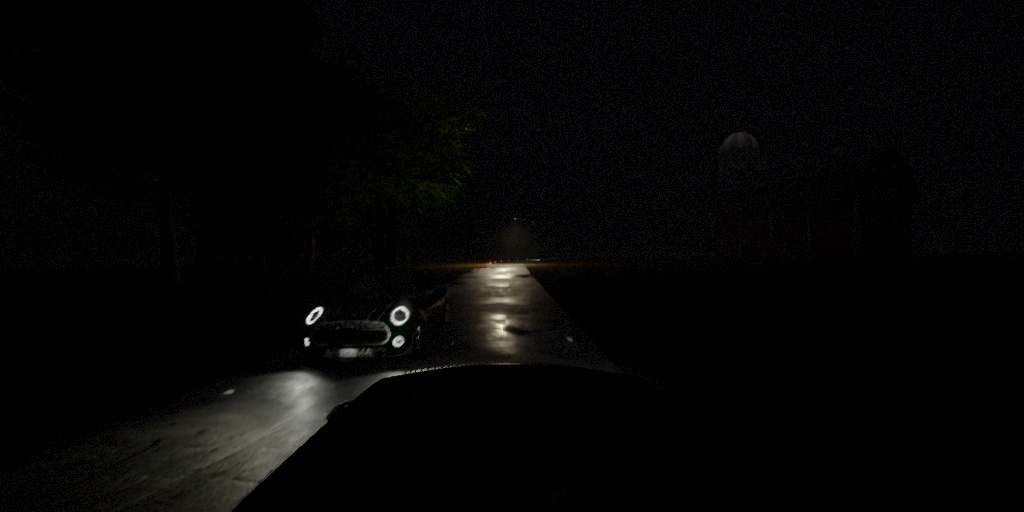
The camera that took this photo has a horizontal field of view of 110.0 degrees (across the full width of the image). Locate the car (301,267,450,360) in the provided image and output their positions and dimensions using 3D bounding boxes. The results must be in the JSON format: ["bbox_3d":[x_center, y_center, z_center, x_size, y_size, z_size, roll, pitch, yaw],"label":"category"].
[{"bbox_3d":[-2.848,1.088,8.483,2.097,1.767,4.553,0,0,0],"label":"car"}]

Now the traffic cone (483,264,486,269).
[{"bbox_3d":[-3.837,1.332,46.162,0.340,0.580,0.340,0,0,0],"label":"traffic cone"}]

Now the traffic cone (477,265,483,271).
[{"bbox_3d":[-3.839,1.407,41.163,0.340,0.580,0.340,0,0,0],"label":"traffic cone"}]
